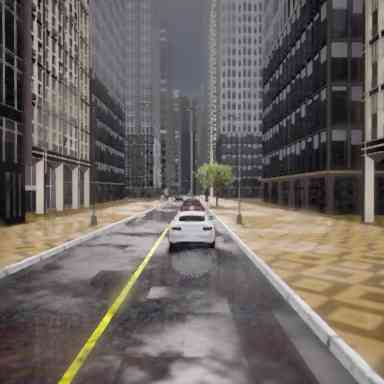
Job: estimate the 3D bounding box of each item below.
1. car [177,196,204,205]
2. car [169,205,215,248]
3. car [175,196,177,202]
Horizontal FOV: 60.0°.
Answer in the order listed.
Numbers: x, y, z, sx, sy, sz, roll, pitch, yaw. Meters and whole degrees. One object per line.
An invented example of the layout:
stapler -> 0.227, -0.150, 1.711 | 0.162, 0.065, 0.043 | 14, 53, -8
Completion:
car -> 0.000, 1.369, 29.622 | 2.097, 1.767, 4.553 | 0, 0, 0
car -> 0.000, 1.532, 14.652 | 1.812, 1.442, 4.674 | 0, 0, 0
car -> -3.000, 1.597, 76.693 | 1.895, 1.301, 4.718 | 0, 0, 0
